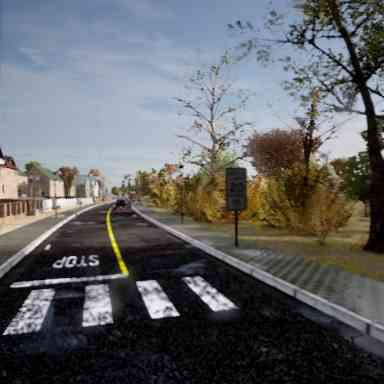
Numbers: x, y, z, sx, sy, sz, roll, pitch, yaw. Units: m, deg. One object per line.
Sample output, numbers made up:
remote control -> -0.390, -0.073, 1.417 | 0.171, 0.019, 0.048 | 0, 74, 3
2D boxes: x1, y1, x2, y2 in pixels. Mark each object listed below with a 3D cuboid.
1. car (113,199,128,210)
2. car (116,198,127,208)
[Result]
car -> -10.135, 1.763, 47.468 | 1.837, 1.490, 4.892 | 0, 0, -12
car -> -12.152, 1.863, 57.254 | 1.812, 1.442, 4.674 | 0, 0, -11
